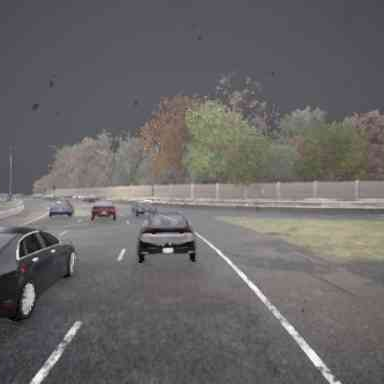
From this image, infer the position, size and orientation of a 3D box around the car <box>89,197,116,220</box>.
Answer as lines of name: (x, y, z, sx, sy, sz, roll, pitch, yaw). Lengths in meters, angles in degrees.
car: (-7.386, 1.423, 27.782, 1.882, 1.535, 5.008, 0, 0, -16)

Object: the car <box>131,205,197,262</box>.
car: (-0.944, 1.459, 11.996, 2.128, 1.511, 4.902, 0, 0, -6)

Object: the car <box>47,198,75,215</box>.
car: (-11.988, 1.520, 30.781, 1.994, 1.385, 4.181, 0, 0, -17)

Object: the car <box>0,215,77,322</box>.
car: (-3.899, 1.499, 7.144, 1.837, 1.490, 4.892, 0, 0, -5)

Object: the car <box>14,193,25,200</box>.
car: (-44.426, 1.269, 84.578, 4.674, 1.442, 1.812, 0, 0, 37)

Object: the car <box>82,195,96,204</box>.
car: (-18.561, 1.370, 60.727, 1.882, 1.535, 5.008, 0, 0, -33)

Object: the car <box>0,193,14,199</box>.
car: (-46.617, 1.117, 81.849, 4.553, 1.767, 2.097, 0, 0, 37)

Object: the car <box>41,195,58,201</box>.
car: (-33.943, 1.494, 80.015, 1.895, 1.301, 4.718, 0, 0, -41)

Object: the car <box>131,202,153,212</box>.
car: (-4.497, 1.526, 30.529, 1.895, 1.301, 4.718, 0, 0, -17)
